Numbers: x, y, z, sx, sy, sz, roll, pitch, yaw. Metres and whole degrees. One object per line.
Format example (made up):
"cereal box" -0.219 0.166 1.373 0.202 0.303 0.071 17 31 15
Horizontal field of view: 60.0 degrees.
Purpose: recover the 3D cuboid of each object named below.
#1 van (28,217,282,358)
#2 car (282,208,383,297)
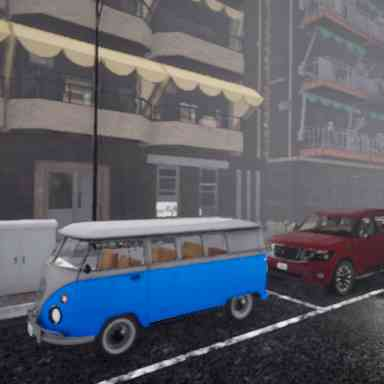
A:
"van" -0.483 1.366 5.748 3.998 1.788 1.690 1 0 -35
"car" 4.109 1.390 9.023 5.009 1.841 2.192 1 0 -35
